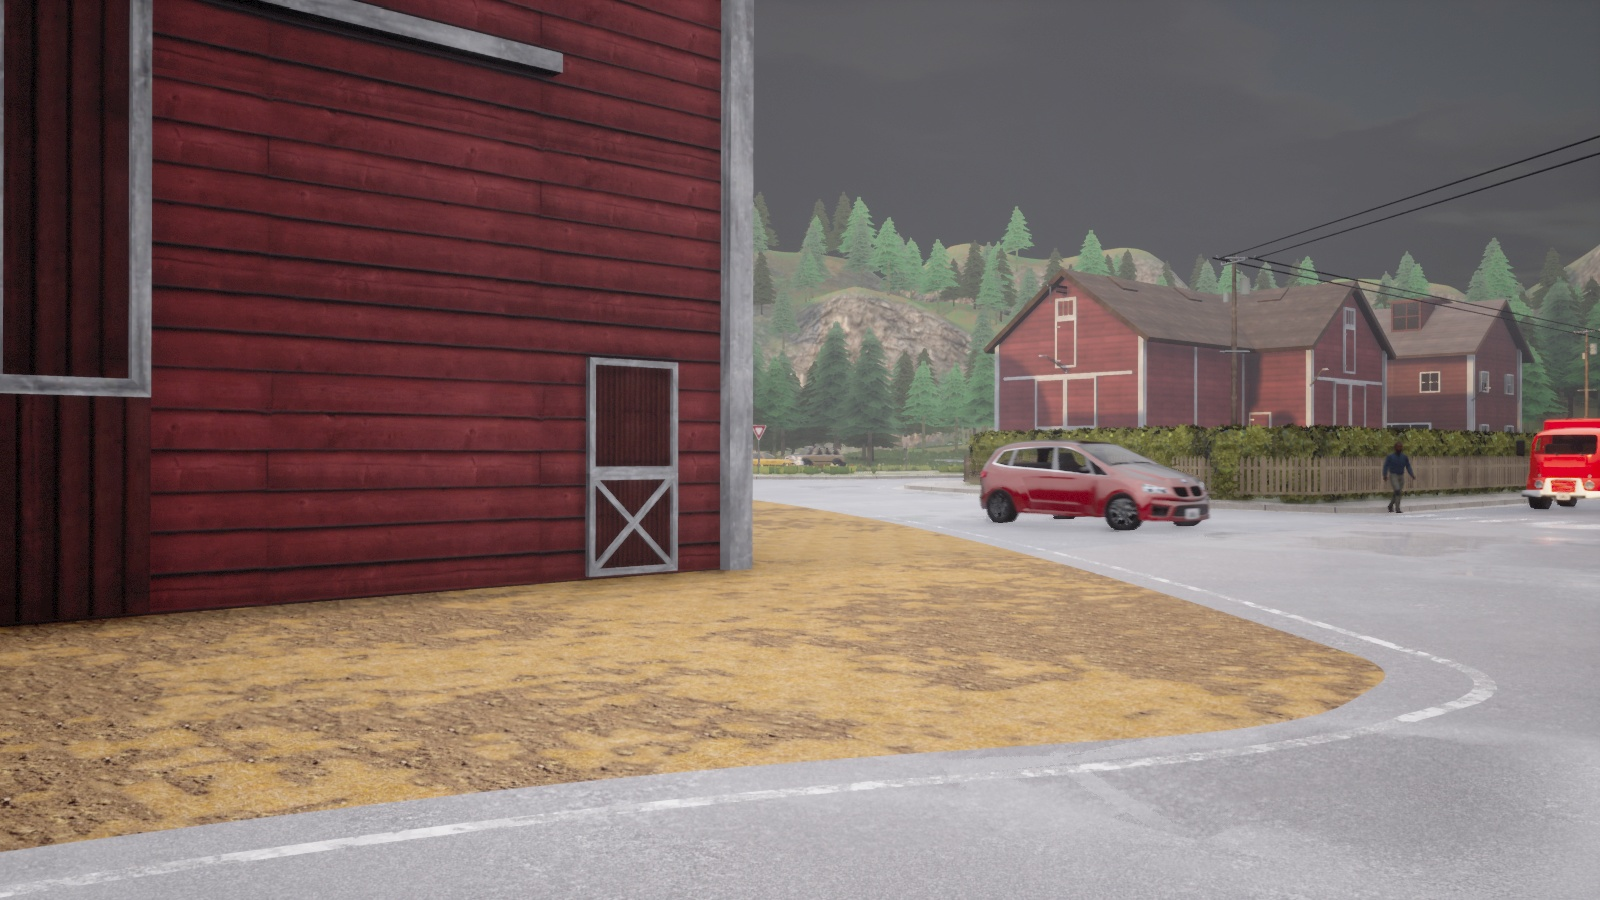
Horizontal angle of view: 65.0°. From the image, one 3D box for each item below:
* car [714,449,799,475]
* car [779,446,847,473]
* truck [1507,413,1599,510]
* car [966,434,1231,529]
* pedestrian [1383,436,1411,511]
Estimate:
[{"bbox_3d":[-2.675,0.741,78.456,5.366,1.575,1.801,0,0,-42],"label":"car"},{"bbox_3d":[0.917,0.631,86.240,4.605,1.855,1.932,0,0,-42],"label":"car"},{"bbox_3d":[21.634,0.296,34.176,5.204,2.467,2.627,0,0,-42],"label":"truck"},{"bbox_3d":[5.729,0.548,24.547,2.242,1.667,4.611,-1,0,-39],"label":"car"},{"bbox_3d":[14.777,0.575,31.103,0.370,1.835,0.726,0,0,2],"label":"pedestrian"}]
